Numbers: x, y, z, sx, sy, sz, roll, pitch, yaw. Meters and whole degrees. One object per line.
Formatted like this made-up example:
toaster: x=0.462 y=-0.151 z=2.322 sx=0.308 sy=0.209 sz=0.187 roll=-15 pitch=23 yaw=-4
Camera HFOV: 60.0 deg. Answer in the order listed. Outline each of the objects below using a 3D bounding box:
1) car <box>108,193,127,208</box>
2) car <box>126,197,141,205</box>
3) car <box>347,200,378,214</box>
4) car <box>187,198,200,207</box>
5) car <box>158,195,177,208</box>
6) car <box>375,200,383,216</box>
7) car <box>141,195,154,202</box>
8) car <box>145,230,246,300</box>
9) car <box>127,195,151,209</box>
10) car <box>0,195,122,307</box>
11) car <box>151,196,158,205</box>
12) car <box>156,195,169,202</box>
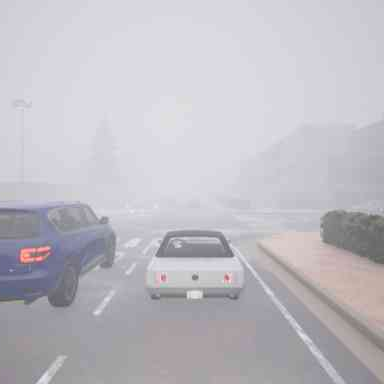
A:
car: x=-10.498 y=1.194 z=45.403 sx=2.150 sy=2.045 sz=5.566 roll=0 pitch=1 yaw=1
car: x=-10.386 y=1.570 z=59.235 sx=1.895 sy=1.301 sz=4.718 roll=0 pitch=0 yaw=1
car: x=16.964 y=1.510 z=31.049 sx=4.674 sy=1.442 sz=1.812 roll=0 pitch=0 yaw=0
car: x=0.218 y=1.538 z=49.839 sx=1.994 sy=1.385 sz=4.181 roll=0 pitch=0 yaw=0
car: x=-3.289 y=1.327 z=48.926 sx=2.097 sy=1.767 sz=4.553 roll=0 pitch=0 yaw=0
car: x=18.268 y=1.587 z=27.564 sx=4.718 sy=1.301 sz=1.895 roll=0 pitch=0 yaw=0
car: x=-10.006 y=1.460 z=75.008 sx=1.837 sy=1.490 sz=4.892 roll=0 pitch=0 yaw=5
car: x=0.061 y=1.597 z=8.324 sx=1.895 sy=1.301 sz=4.718 roll=0 pitch=0 yaw=0
car: x=-7.011 y=1.503 z=44.611 sx=1.812 sy=1.442 sz=4.674 roll=0 pitch=0 yaw=1
car: x=-3.439 y=1.217 z=8.083 sx=2.150 sy=2.045 sz=5.566 roll=0 pitch=0 yaw=0
car: x=-6.886 y=1.570 z=59.045 sx=1.895 sy=1.301 sz=4.718 roll=0 pitch=0 yaw=1
car: x=-6.563 y=1.487 z=74.310 sx=2.128 sy=1.511 sz=4.902 roll=0 pitch=0 yaw=5
